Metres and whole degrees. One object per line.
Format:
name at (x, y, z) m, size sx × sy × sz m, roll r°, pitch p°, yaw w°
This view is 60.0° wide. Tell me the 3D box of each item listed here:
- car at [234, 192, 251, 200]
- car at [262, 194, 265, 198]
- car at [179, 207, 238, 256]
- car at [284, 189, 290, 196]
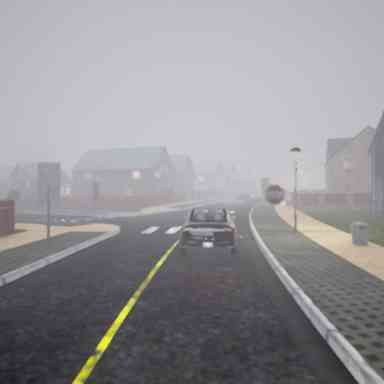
car at (8.559, 0.668, 56.274) m, size 1.895 × 1.301 × 4.718 m, roll 0°, pitch 1°, yaw 22°
car at (15.030, 0.246, 63.896) m, size 2.097 × 1.767 × 4.553 m, roll 0°, pitch 1°, yaw 26°
car at (0.631, 1.308, 12.237) m, size 2.128 × 1.511 × 4.902 m, roll 0°, pitch 1°, yaw 4°
car at (20.563, 0.032, 74.647) m, size 1.837 × 1.490 × 4.892 m, roll 0°, pitch 1°, yaw 31°
